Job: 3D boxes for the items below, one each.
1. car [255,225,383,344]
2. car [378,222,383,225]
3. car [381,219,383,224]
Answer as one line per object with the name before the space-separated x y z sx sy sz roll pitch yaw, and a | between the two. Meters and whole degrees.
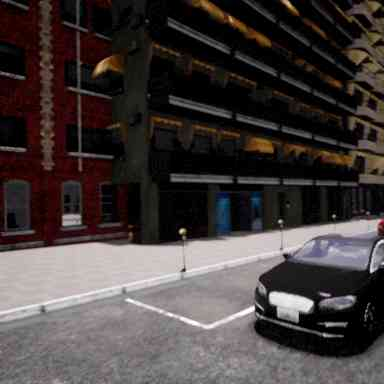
car | 3.177 1.654 6.872 2.128 1.511 4.902 -2 -2 44
car | 12.937 1.987 20.617 1.887 1.381 4.507 -3 -3 44
car | 10.061 1.515 13.945 2.150 2.045 5.566 -2 -2 44
